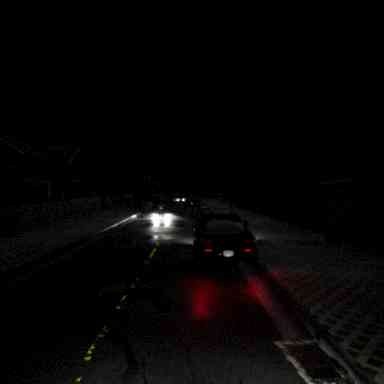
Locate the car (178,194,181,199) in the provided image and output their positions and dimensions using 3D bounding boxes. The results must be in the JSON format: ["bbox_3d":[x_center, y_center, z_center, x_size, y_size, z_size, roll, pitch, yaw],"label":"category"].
[{"bbox_3d":[-2.796,1.180,85.640,1.895,1.301,4.718,0,0,0],"label":"car"}]

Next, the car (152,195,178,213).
[{"bbox_3d":[-2.864,1.216,33.093,2.128,1.511,4.902,0,0,0],"label":"car"}]

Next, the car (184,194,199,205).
[{"bbox_3d":[-0.026,1.125,49.258,2.128,1.511,4.902,0,0,0],"label":"car"}]

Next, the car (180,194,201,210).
[{"bbox_3d":[0.048,1.239,38.031,2.033,1.411,5.357,0,0,1],"label":"car"}]

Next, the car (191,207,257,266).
[{"bbox_3d":[0.956,1.434,11.061,1.812,1.442,4.674,0,0,0],"label":"car"}]
